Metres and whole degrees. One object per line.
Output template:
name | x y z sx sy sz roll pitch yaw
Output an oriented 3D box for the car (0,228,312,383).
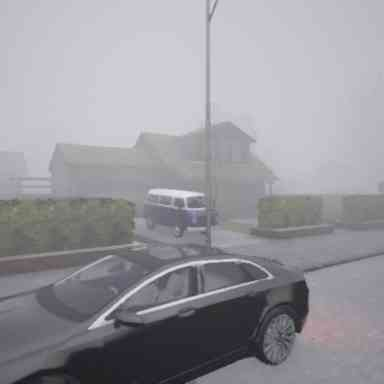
car | -0.525 1.489 4.222 4.902 1.511 2.128 0 0 -35
